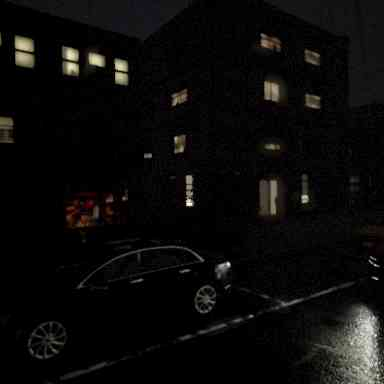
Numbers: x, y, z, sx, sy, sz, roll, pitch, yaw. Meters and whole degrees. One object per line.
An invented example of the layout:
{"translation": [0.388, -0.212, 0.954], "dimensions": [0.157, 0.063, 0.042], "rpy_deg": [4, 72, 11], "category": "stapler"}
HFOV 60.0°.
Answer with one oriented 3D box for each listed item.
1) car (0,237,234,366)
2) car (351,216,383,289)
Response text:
{"translation": [-1.253, 1.522, 5.684], "dimensions": [4.403, 1.369, 2.008], "rpy_deg": [-1, 0, -36], "category": "car"}
{"translation": [5.996, 1.350, 7.718], "dimensions": [5.008, 1.535, 1.882], "rpy_deg": [-1, 1, -36], "category": "car"}
